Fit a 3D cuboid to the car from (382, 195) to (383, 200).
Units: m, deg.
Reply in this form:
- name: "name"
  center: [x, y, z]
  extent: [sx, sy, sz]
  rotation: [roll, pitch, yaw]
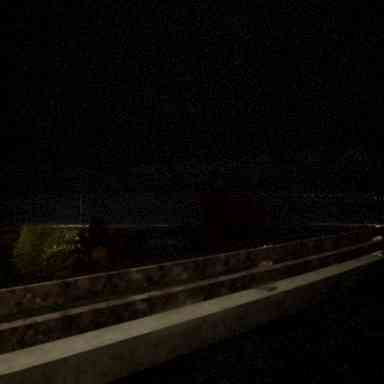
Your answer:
- name: "car"
  center: [43.471, 1.153, 73.518]
  extent: [1.882, 1.535, 5.008]
  rotation: [0, 0, 6]
